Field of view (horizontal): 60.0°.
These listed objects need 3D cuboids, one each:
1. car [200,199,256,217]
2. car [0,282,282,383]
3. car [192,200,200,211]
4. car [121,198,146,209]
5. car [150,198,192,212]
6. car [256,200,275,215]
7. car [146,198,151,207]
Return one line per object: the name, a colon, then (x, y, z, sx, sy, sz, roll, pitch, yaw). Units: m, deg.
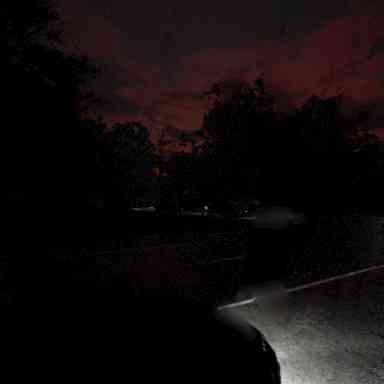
car: (3.278, 1.487, 31.245, 1.837, 1.490, 4.892, 0, 0, -39)
car: (-1.139, 1.563, 2.906, 4.181, 1.385, 1.994, 0, 0, -36)
car: (0.409, 1.580, 40.468, 1.895, 1.301, 4.718, 0, 0, -38)
car: (-9.110, 1.534, 46.813, 2.033, 1.411, 5.357, 0, 0, -38)
car: (-2.451, 1.585, 38.440, 1.895, 1.301, 4.718, 0, 0, -39)
car: (6.081, 1.503, 33.345, 1.812, 1.442, 4.674, 0, 0, -39)
car: (-6.635, 1.545, 49.335, 1.994, 1.385, 4.181, 0, 0, -38)
